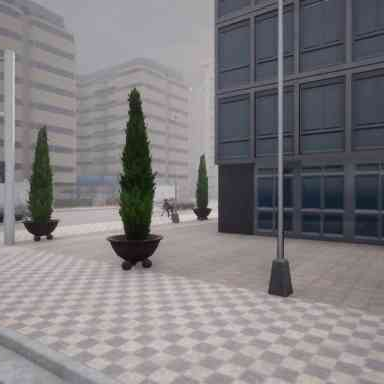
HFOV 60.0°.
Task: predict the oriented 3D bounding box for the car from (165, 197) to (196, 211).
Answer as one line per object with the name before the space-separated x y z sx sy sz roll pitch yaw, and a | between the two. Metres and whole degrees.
car | -1.239 1.409 41.177 2.097 1.767 4.553 0 0 35

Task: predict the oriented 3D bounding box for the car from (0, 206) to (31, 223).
car | -13.678 1.657 23.559 1.895 1.301 4.718 0 0 36

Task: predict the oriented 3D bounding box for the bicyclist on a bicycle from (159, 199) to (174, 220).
bicyclist on a bicycle | -1.935 1.356 25.837 1.656 1.620 0.582 0 0 35
